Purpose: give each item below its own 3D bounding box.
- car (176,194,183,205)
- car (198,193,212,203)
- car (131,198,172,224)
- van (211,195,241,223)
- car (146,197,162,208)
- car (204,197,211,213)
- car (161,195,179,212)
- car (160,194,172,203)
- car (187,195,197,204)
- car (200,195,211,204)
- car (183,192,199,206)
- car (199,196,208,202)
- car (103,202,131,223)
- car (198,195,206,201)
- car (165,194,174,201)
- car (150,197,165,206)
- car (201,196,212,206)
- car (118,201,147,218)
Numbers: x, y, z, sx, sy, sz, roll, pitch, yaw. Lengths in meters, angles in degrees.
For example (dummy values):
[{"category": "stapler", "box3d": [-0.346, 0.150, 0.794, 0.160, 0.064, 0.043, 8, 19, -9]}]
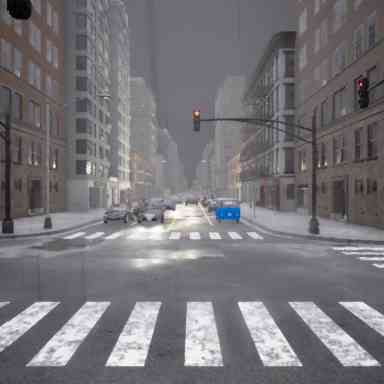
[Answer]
[{"category": "car", "box3d": [-2.802, 1.553, 59.095, 1.994, 1.385, 4.181, 0, 0, 0]}, {"category": "car", "box3d": [2.593, 1.305, 53.422, 2.192, 1.841, 5.009, 0, 0, 0]}, {"category": "car", "box3d": [-2.859, 1.489, 24.593, 2.128, 1.511, 4.902, 0, 0, 0]}, {"category": "van", "box3d": [2.615, 1.340, 25.016, 1.690, 1.788, 3.998, 0, 0, 0]}, {"category": "car", "box3d": [-5.428, 1.519, 47.558, 1.752, 1.417, 4.829, 0, 0, 0]}, {"category": "car", "box3d": [2.606, 1.580, 36.378, 1.802, 1.307, 4.206, 0, 0, 0]}, {"category": "car", "box3d": [-2.880, 1.475, 38.588, 1.882, 1.535, 5.008, 0, 0, 0]}, {"category": "car", "box3d": [-5.447, 1.292, 70.455, 2.192, 1.841, 5.009, 0, 0, 0]}, {"category": "car", "box3d": [-0.055, 1.459, 65.145, 1.882, 1.535, 5.008, 0, 0, 0]}, {"category": "car", "box3d": [2.583, 1.422, 64.785, 1.967, 1.590, 4.097, 0, 0, 0]}, {"category": "car", "box3d": [-0.047, 1.341, 55.113, 2.097, 1.767, 4.553, 0, 0, 0]}, {"category": "car", "box3d": [2.574, 1.524, 76.147, 2.008, 1.369, 4.403, 0, 0, 0]}, {"category": "car", "box3d": [-5.410, 1.549, 25.000, 2.008, 1.369, 4.403, 0, 0, 0]}, {"category": "car", "box3d": [2.564, 1.530, 87.510, 1.947, 1.339, 4.313, 0, 0, 0]}, {"category": "car", "box3d": [-5.456, 1.409, 81.819, 1.967, 1.590, 4.097, 0, 0, 0]}, {"category": "car", "box3d": [-5.433, 1.556, 53.410, 1.947, 1.339, 4.313, 0, 0, 0]}, {"category": "car", "box3d": [2.597, 1.576, 47.741, 1.802, 1.307, 4.206, 0, 0, 0]}, {"category": "car", "box3d": [-5.414, 1.543, 30.682, 1.887, 1.381, 4.507, 0, 0, 0]}]
